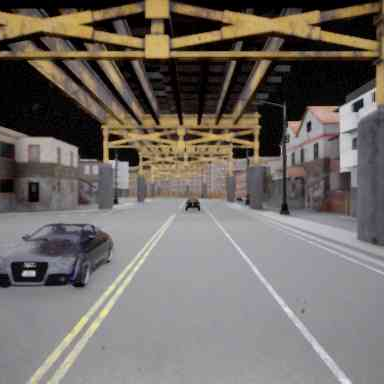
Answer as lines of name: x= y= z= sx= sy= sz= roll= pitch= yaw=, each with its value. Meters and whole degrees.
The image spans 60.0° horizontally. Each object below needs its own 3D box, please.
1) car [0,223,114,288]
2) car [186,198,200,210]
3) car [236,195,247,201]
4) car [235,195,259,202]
car: x=-3.499 y=1.559 z=9.136 sx=1.994 sy=1.385 sz=4.181 roll=0 pitch=0 yaw=0
car: x=0.104 y=1.523 z=42.085 sx=2.033 sy=1.411 sz=5.357 roll=0 pitch=0 yaw=0
car: x=12.281 y=1.250 z=74.384 sx=4.536 sy=1.218 sz=1.853 roll=0 pitch=0 yaw=30
car: x=12.236 y=1.408 z=74.410 sx=4.974 sy=1.542 sz=2.038 roll=0 pitch=0 yaw=30
